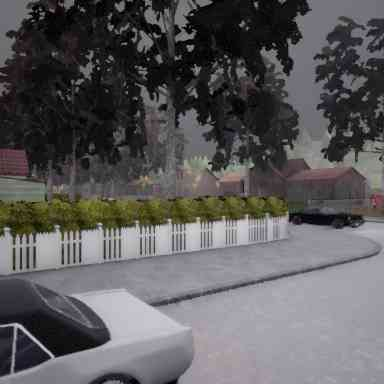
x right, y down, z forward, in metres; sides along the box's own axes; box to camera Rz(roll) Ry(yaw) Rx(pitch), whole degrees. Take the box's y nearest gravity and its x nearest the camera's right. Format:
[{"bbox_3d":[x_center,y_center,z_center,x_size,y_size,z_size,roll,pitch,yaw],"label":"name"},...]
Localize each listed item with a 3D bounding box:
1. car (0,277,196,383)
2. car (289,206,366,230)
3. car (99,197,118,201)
[{"bbox_3d":[-2.385,1.601,2.842,4.718,1.301,1.895,0,0,-35],"label":"car"},{"bbox_3d":[8.387,1.601,21.216,1.895,1.301,4.718,0,0,-35],"label":"car"},{"bbox_3d":[-11.701,1.525,49.495,1.812,1.442,4.674,0,0,-35],"label":"car"}]
